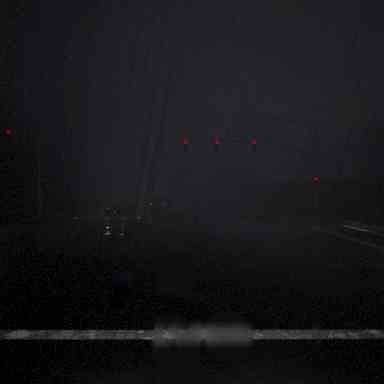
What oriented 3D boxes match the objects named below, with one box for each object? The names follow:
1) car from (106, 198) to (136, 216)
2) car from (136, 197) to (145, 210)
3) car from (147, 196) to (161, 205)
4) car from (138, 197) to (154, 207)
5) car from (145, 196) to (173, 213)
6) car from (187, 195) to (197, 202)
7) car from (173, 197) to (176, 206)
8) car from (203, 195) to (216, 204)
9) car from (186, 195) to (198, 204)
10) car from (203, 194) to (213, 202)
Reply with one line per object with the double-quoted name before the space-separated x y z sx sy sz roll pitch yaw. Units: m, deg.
"car" -7.085 1.526 32.897 1.812 1.442 4.674 0 0 0
"car" -7.082 1.478 42.191 1.882 1.535 5.008 0 0 0
"car" -7.046 1.492 62.085 2.128 1.511 4.902 0 0 0
"car" -7.076 1.505 51.677 1.837 1.490 4.892 0 0 0
"car" -3.578 1.352 36.992 2.097 1.767 4.553 0 0 0
"car" 0.021 1.413 73.882 1.994 1.385 4.181 0 0 0
"car" -3.581 1.564 45.562 1.994 1.385 4.181 0 0 0
"car" 3.620 1.548 63.191 2.033 1.411 5.357 0 0 0
"car" 0.018 1.505 63.773 1.837 1.490 4.892 0 0 0
"car" 3.523 1.355 74.460 2.097 1.767 4.553 0 0 0
